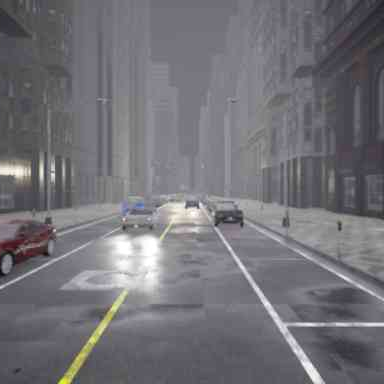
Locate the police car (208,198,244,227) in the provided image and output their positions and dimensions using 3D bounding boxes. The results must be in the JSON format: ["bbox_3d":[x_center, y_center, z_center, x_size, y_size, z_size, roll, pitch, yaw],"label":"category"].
[{"bbox_3d":[2.366,1.436,23.056,1.930,1.638,5.238,0,0,0],"label":"police car"}]

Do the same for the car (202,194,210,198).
[{"bbox_3d":[2.760,1.472,55.449,1.967,1.590,4.097,0,0,0],"label":"car"}]

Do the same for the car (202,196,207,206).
[{"bbox_3d":[2.760,1.575,44.177,2.008,1.369,4.403,0,0,0],"label":"car"}]

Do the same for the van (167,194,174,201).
[{"bbox_3d":[-5.766,1.395,89.260,1.690,1.788,3.998,0,0,0],"label":"van"}]

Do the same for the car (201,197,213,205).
[{"bbox_3d":[2.760,1.601,61.085,1.947,1.339,4.313,0,0,0],"label":"car"}]

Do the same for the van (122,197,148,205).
[{"bbox_3d":[-5.766,1.358,32.892,1.690,1.788,3.998,0,0,0],"label":"van"}]

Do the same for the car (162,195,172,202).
[{"bbox_3d":[-5.766,1.486,77.986,1.967,1.590,4.097,0,0,0],"label":"car"}]

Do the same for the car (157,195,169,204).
[{"bbox_3d":[-5.766,1.479,66.713,1.967,1.590,4.097,0,0,0],"label":"car"}]

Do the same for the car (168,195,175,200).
[{"bbox_3d":[-5.766,1.584,94.726,1.752,1.417,4.829,0,0,0],"label":"car"}]

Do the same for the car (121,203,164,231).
[{"bbox_3d":[-3.101,1.610,20.764,1.895,1.301,4.718,0,0,0],"label":"car"}]

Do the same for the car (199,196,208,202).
[{"bbox_3d":[2.760,1.613,77.995,1.947,1.339,4.313,0,0,0],"label":"car"}]

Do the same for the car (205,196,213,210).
[{"bbox_3d":[2.760,1.546,38.710,1.752,1.417,4.829,0,0,0],"label":"car"}]

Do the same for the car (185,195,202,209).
[{"bbox_3d":[0.052,1.503,45.967,1.882,1.535,5.008,0,0,0],"label":"car"}]

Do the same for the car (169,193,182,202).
[{"bbox_3d":[-3.000,1.293,62.234,2.033,1.411,5.357,0,0,0],"label":"car"}]

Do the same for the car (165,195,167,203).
[{"bbox_3d":[-5.765,1.576,55.439,1.887,1.381,4.507,0,0,0],"label":"car"}]

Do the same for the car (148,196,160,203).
[{"bbox_3d":[-5.765,1.590,44.166,1.947,1.339,4.313,0,0,0],"label":"car"}]

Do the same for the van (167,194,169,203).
[{"bbox_3d":[-5.766,1.376,61.076,1.690,1.788,3.998,0,0,0],"label":"van"}]

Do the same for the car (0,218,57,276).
[{"bbox_3d":[-5.765,1.548,10.345,1.887,1.381,4.507,0,0,0],"label":"car"}]

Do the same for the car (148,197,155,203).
[{"bbox_3d":[-5.765,1.586,38.529,1.947,1.339,4.313,0,0,0],"label":"car"}]

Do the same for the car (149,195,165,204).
[{"bbox_3d":[-5.766,1.342,49.802,2.192,1.841,5.009,0,0,0],"label":"car"}]

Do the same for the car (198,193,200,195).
[{"bbox_3d":[2.759,1.354,66.722,2.192,1.841,5.009,0,0,0],"label":"car"}]
